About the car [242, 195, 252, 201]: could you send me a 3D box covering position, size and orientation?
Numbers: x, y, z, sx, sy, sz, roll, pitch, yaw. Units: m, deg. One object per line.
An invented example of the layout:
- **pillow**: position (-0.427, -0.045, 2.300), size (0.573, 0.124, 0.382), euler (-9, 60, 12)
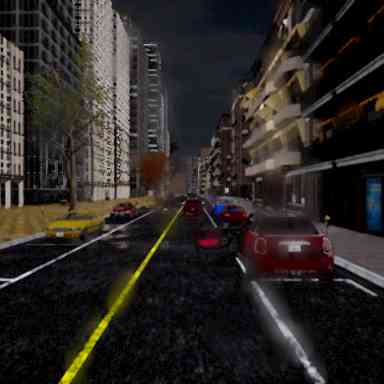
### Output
- **car**: position (13.570, 1.242, 74.925), size (4.403, 1.369, 2.008), euler (-1, 1, 0)

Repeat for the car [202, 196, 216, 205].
- **car**: position (2.796, 1.465, 55.540), size (2.008, 1.369, 4.403), euler (0, 0, 0)

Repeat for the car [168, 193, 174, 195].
- **car**: position (-5.523, 1.210, 87.945), size (2.192, 1.841, 5.009), euler (0, 0, 0)

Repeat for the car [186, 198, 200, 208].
- **car**: position (0.138, 1.524, 46.717), size (1.895, 1.301, 4.718), euler (0, 0, 1)

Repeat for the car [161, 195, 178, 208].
- **car**: position (-2.924, 1.488, 46.298), size (1.994, 1.385, 4.181), euler (0, 0, 0)

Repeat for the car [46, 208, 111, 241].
- **car**: position (-5.660, 1.492, 16.658), size (1.752, 1.417, 4.829), euler (0, 0, 0)

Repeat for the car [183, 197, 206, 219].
- **car**: position (0.107, 1.421, 32.759), size (1.882, 1.535, 5.008), euler (0, 0, 1)

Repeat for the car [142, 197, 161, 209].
- **car**: position (-5.606, 1.451, 44.321), size (1.752, 1.417, 4.829), euler (0, 0, 0)

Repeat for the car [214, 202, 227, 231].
- **car**: position (2.731, 1.541, 22.345), size (1.802, 1.307, 4.206), euler (0, 0, 0)

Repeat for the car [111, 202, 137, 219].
- **car**: position (-5.638, 1.531, 27.894), size (1.802, 1.307, 4.206), euler (0, 0, 0)

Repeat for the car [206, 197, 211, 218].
- **car**: position (2.753, 1.383, 33.409), size (1.967, 1.590, 4.097), euler (0, 0, 0)

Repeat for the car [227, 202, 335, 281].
- **car**: position (2.407, 1.332, 9.918), size (2.097, 1.767, 4.553), euler (0, 0, 0)

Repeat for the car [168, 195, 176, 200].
- **car**: position (-5.512, 1.460, 93.468), size (1.947, 1.339, 4.313), euler (0, 0, 0)

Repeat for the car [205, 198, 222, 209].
- **car**: position (2.774, 1.478, 44.474), size (2.008, 1.369, 4.403), euler (0, 0, 0)

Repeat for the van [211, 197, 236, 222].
- **van**: position (2.742, 1.292, 27.876), size (1.690, 1.788, 3.998), euler (0, 0, 0)

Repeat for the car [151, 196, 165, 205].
- **car**: position (-5.584, 1.458, 55.557), size (1.887, 1.381, 4.507), euler (0, 0, 0)
